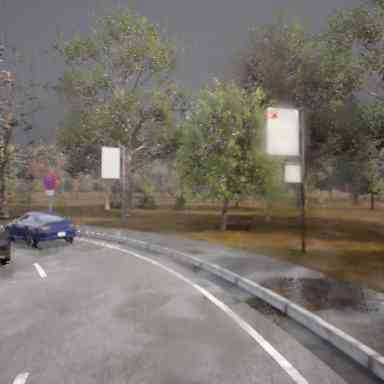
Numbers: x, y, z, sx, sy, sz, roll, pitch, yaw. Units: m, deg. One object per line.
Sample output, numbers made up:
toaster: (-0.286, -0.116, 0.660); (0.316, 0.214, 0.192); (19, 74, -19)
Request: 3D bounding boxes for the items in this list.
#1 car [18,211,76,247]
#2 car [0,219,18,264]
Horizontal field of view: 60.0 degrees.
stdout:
car: (-7.112, 1.629, 15.553); (4.674, 1.442, 1.812); (-1, 0, 44)
car: (-7.625, 1.620, 11.501); (1.837, 1.490, 4.892); (1, -1, -38)
